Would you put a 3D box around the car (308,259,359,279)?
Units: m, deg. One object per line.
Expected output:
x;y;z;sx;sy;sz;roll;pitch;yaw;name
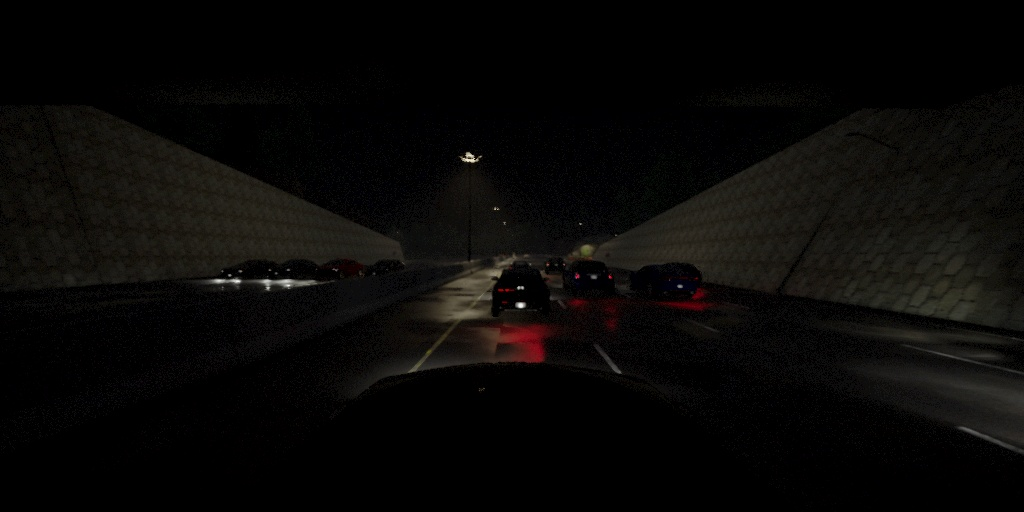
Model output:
-13.466;0.952;28.196;1.882;1.535;5.008;0;0;1;car

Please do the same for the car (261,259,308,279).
-16.967;0.974;28.222;1.812;1.442;4.674;0;0;1;car

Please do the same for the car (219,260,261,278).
-20.452;0.997;28.713;2.033;1.411;5.357;0;0;1;car

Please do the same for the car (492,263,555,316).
0.314;1.179;12.973;1.837;1.490;4.892;0;0;1;car

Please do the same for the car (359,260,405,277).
-9.955;1.049;28.487;1.837;1.490;4.892;0;0;1;car

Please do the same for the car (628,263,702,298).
7.428;1.166;18.198;1.882;1.535;5.008;0;0;1;car

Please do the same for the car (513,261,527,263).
0.703;1.115;31.108;1.994;1.385;4.181;0;0;1;car

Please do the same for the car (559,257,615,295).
3.953;1.008;19.201;2.097;1.767;4.553;0;0;1;car

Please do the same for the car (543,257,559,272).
4.329;0.889;36.743;2.097;1.767;4.553;0;0;1;car
